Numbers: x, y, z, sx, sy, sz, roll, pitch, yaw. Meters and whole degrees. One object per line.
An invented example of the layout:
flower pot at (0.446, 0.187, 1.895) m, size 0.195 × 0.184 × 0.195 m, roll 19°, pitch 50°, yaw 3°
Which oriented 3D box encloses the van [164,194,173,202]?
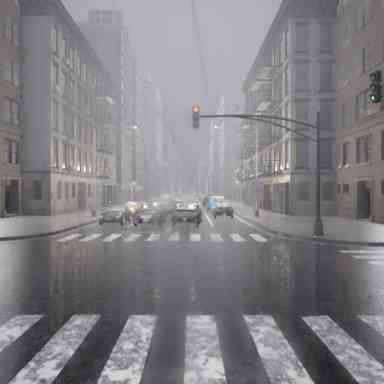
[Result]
van at (-5.467, 1.321, 77.800) m, size 1.690 × 1.788 × 3.998 m, roll 0°, pitch 0°, yaw 0°

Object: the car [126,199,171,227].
car at (-2.857, 1.485, 23.107) m, size 2.128 × 1.511 × 4.902 m, roll 0°, pitch 0°, yaw 0°

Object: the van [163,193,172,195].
van at (-5.453, 1.324, 66.987) m, size 1.690 × 1.788 × 3.998 m, roll 0°, pitch 0°, yaw 0°

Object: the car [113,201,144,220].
car at (-5.405, 1.517, 28.974) m, size 1.752 × 1.417 × 4.829 m, roll 0°, pitch 0°, yaw 0°

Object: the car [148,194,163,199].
car at (-5.426, 1.428, 45.363) m, size 1.967 × 1.590 × 4.097 m, roll 0°, pitch 0°, yaw 0°

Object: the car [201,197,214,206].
car at (2.627, 1.551, 56.179) m, size 1.947 × 1.339 × 4.313 m, roll 0°, pitch 0°, yaw 0°

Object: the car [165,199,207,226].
car at (-0.273, 1.485, 23.123) m, size 2.128 × 1.511 × 4.902 m, roll 0°, pitch 0°, yaw 4°

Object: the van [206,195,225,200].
van at (2.629, 1.331, 34.554) m, size 1.690 × 1.788 × 3.998 m, roll 0°, pitch 0°, yaw 0°

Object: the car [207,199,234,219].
car at (2.629, 1.542, 29.148) m, size 2.008 × 1.369 × 4.403 m, roll 0°, pitch 0°, yaw 0°

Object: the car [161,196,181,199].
car at (-2.850, 1.552, 43.004) m, size 1.994 × 1.385 × 4.181 m, roll 0°, pitch 0°, yaw 1°

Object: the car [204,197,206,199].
car at (2.628, 1.571, 39.961) m, size 1.802 × 1.307 × 4.206 m, roll 0°, pitch 0°, yaw 0°

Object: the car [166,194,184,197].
car at (-2.816, 1.463, 53.259) m, size 1.882 × 1.535 × 5.008 m, roll 0°, pitch 0°, yaw 1°

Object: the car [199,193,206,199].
car at (2.627, 1.301, 50.773) m, size 2.192 × 1.841 × 5.009 m, roll 0°, pitch 0°, yaw 0°

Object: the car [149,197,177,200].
car at (-2.856, 1.538, 32.990) m, size 2.033 × 1.411 × 5.357 m, roll 0°, pitch 0°, yaw 0°

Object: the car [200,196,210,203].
car at (2.626, 1.508, 67.161) m, size 1.752 × 1.417 × 4.829 m, roll 0°, pitch 0°, yaw 0°

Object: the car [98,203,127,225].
car at (-5.399, 1.544, 23.738) m, size 2.008 × 1.369 × 4.403 m, roll 0°, pitch 0°, yaw 0°

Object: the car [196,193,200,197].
car at (2.624, 1.523, 83.211) m, size 1.887 × 1.381 × 4.507 m, roll 0°, pitch 0°, yaw 0°
